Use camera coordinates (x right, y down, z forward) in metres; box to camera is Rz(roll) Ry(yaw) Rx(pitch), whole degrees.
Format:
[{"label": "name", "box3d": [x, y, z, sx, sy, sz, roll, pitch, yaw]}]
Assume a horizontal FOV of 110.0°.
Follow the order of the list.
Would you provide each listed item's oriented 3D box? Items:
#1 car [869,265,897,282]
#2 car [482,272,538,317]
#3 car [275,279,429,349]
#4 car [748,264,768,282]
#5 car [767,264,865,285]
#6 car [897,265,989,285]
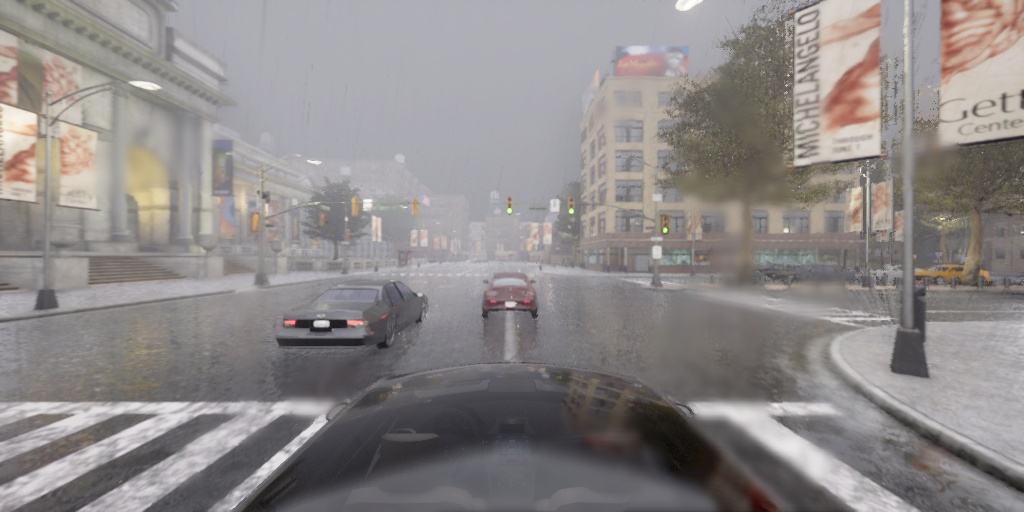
[{"label": "car", "box3d": [32.534, 1.476, 30.661, 4.674, 1.442, 1.812, 0, 0, 0]}, {"label": "car", "box3d": [-0.094, 1.299, 13.158, 1.812, 1.442, 4.674, 0, 0, -1]}, {"label": "car", "box3d": [-3.527, 1.298, 9.087, 2.033, 1.411, 5.357, 0, 0, -1]}, {"label": "car", "box3d": [22.489, 1.399, 30.493, 4.902, 1.511, 2.128, 0, 0, -1]}, {"label": "car", "box3d": [22.805, 1.448, 27.009, 5.357, 1.411, 2.033, 0, 0, -1]}, {"label": "car", "box3d": [32.832, 1.422, 27.164, 5.008, 1.535, 1.882, 0, 0, -1]}]
